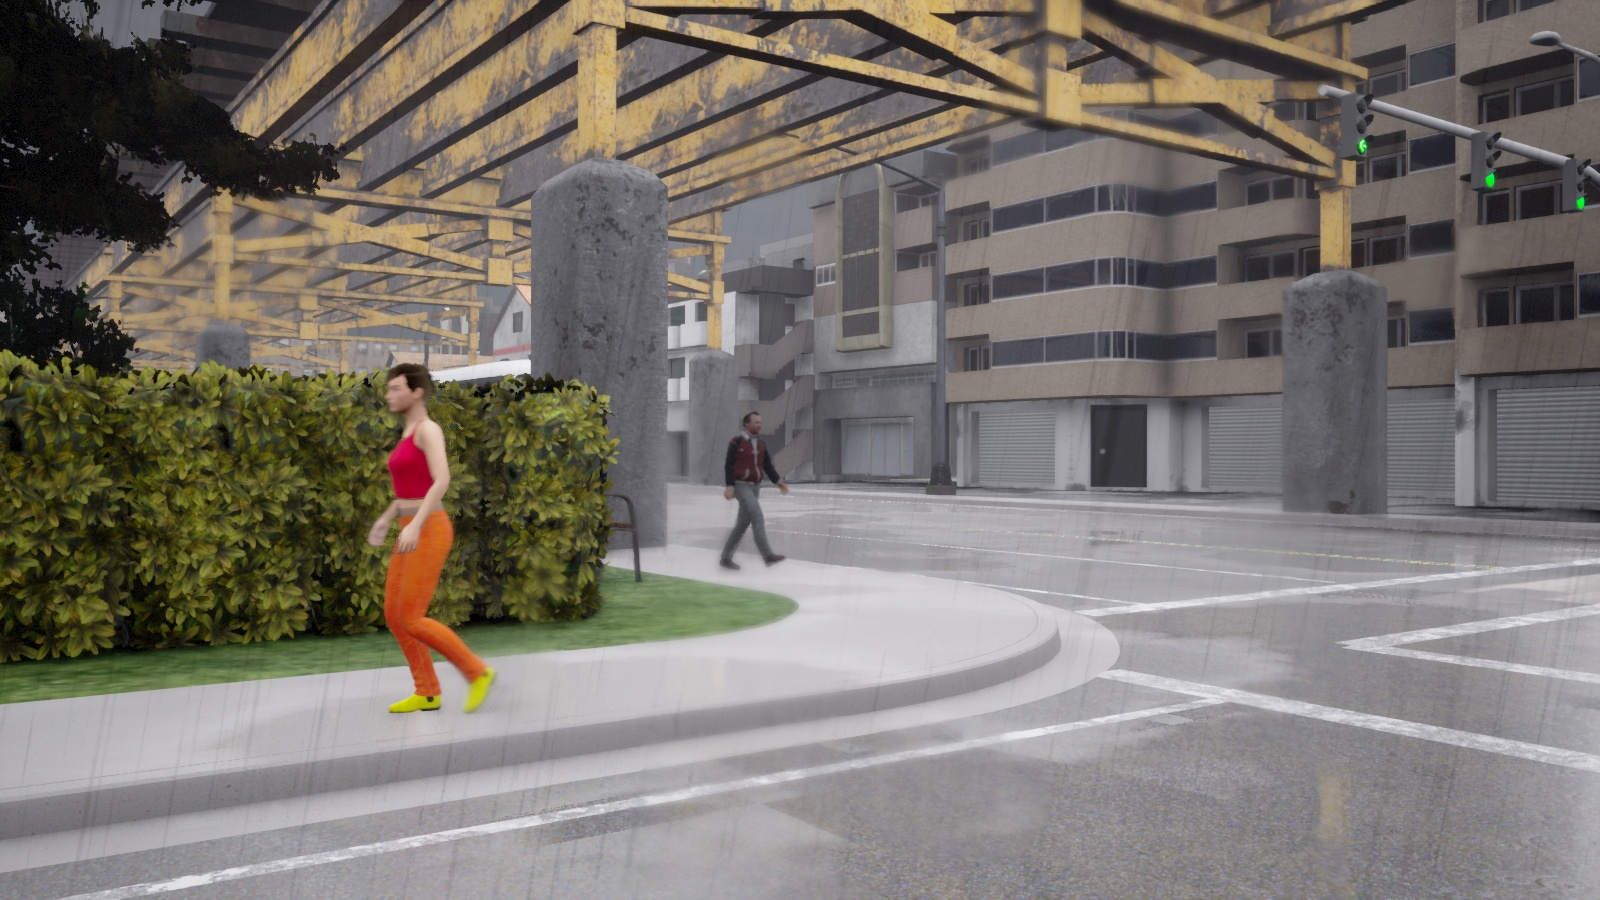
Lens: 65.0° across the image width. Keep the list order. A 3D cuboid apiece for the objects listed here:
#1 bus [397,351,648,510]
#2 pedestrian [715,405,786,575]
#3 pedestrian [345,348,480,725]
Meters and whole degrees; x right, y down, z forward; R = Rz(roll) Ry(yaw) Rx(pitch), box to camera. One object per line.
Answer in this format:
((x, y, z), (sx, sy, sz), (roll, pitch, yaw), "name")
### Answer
((-8.899, -0.517, 38.931), (3.944, 4.253, 10.273), (0, 0, -35), "bus")
((-0.554, 0.439, 14.115), (0.720, 1.854, 0.376), (0, 0, 37), "pedestrian")
((-1.980, 0.422, 6.413), (0.594, 1.836, 0.345), (0, 0, -31), "pedestrian")
